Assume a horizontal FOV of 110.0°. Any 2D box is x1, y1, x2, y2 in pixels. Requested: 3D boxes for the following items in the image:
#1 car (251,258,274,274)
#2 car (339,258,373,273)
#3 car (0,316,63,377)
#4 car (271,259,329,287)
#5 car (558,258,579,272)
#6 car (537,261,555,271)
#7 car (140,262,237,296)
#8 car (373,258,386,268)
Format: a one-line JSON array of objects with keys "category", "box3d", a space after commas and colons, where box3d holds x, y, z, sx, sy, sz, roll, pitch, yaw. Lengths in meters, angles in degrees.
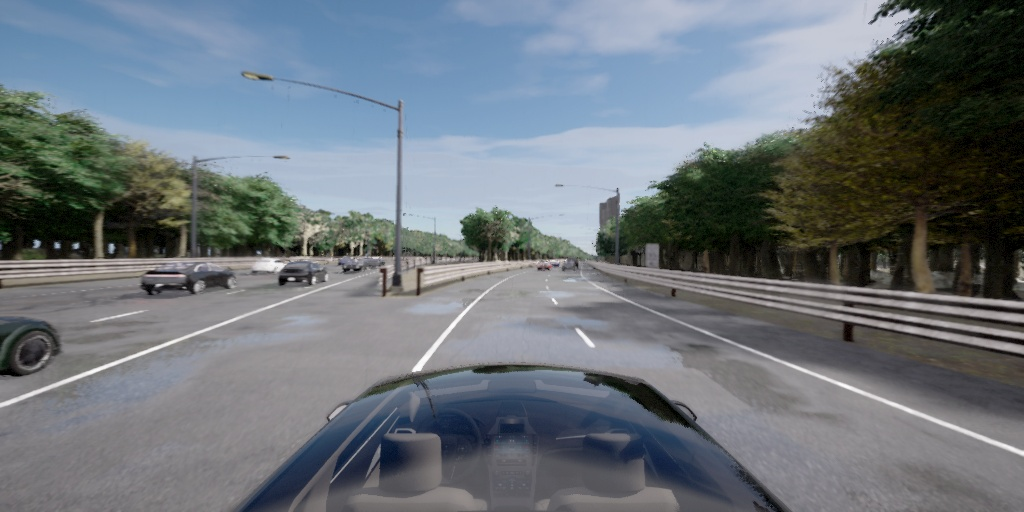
[{"category": "car", "box3d": [-22.754, 0.946, 33.906, 1.812, 1.442, 4.674, 1, 0, -12]}, {"category": "car", "box3d": [-16.672, 1.132, 38.465, 1.895, 1.301, 4.718, 1, 0, -12]}, {"category": "car", "box3d": [-8.208, 1.196, 4.249, 1.994, 1.385, 4.181, 1, 0, -16]}, {"category": "car", "box3d": [-13.159, 1.080, 22.862, 1.837, 1.490, 4.892, 1, 0, -14]}, {"category": "car", "box3d": [8.334, 1.455, 52.603, 2.128, 1.511, 4.902, 1, 0, 11]}, {"category": "car", "box3d": [4.832, 1.512, 52.941, 1.895, 1.301, 4.718, 1, 0, 11]}, {"category": "car", "box3d": [-15.276, 1.021, 17.298, 2.128, 1.511, 4.902, 1, 0, -14]}, {"category": "car", "box3d": [-18.921, 0.997, 50.288, 2.128, 1.511, 4.902, 1, 0, -10]}]
